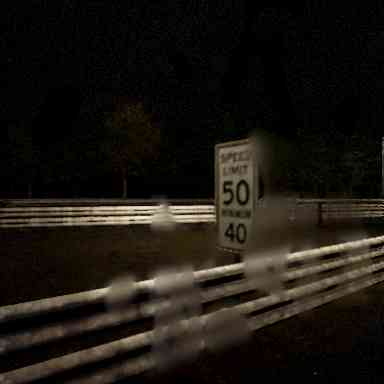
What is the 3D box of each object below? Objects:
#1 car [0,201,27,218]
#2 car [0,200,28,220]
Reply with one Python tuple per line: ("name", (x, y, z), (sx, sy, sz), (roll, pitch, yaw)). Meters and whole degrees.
("car", (-13.917, 1.299, 21.917), (4.902, 1.511, 2.128), (0, 0, -22))
("car", (-15.205, 1.342, 25.171), (4.892, 1.490, 1.837), (0, 0, -22))
